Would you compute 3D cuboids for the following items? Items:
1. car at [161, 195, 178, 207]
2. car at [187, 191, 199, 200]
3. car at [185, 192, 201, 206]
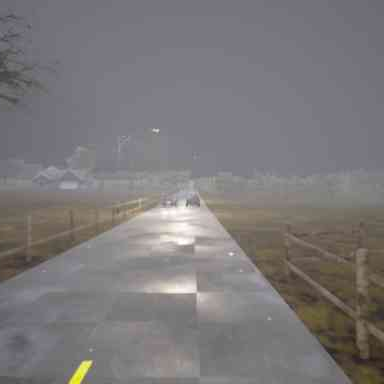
[{"bbox_3d":[-2.805,1.113,42.262,2.128,1.511,4.902,0,1,0],"label":"car"},{"bbox_3d":[0.139,0.653,62.746,2.128,1.511,4.902,0,2,0],"label":"car"},{"bbox_3d":[0.127,1.070,44.749,2.128,1.511,4.902,0,1,0],"label":"car"}]
